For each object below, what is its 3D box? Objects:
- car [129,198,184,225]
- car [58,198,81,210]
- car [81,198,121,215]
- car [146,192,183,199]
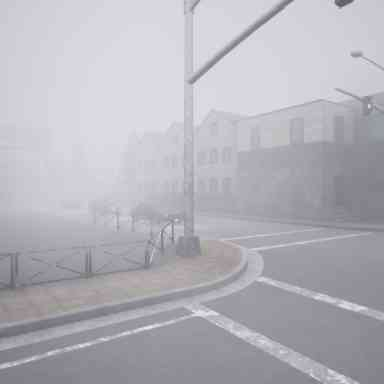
[{"bbox_3d":[-2.507,1.371,22.909,2.033,1.411,5.357,0,0,-35],"label":"car"},{"bbox_3d":[-14.695,1.424,40.192,1.895,1.301,4.718,0,0,-35],"label":"car"},{"bbox_3d":[-8.253,1.315,31.027,2.128,1.511,4.902,0,0,-35],"label":"car"},{"bbox_3d":[-2.675,1.044,29.542,2.150,2.045,5.566,0,0,-35],"label":"car"}]
